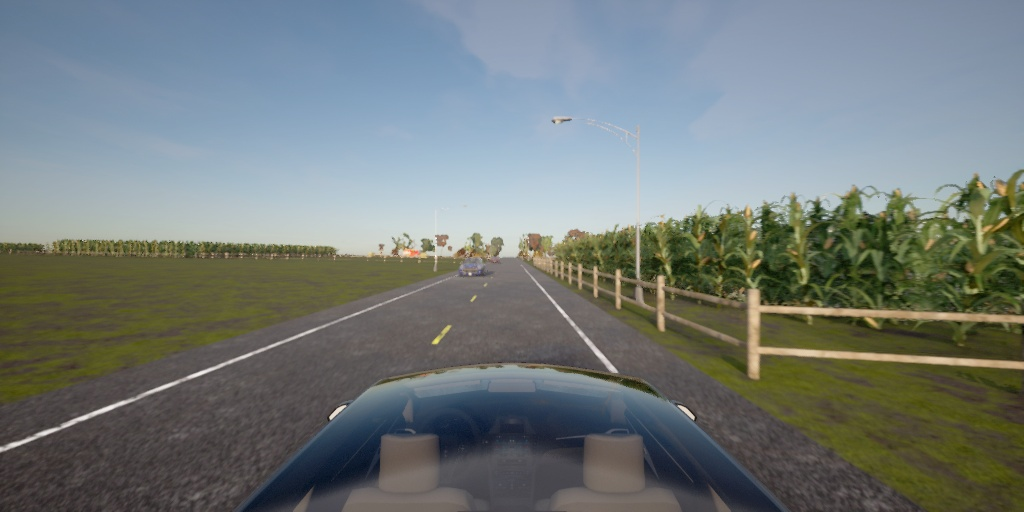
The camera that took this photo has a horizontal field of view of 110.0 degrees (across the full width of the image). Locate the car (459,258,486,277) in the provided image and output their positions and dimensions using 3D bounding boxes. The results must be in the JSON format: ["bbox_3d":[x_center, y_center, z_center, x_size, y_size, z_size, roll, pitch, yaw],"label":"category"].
[{"bbox_3d":[-3.581,0.959,32.934,2.097,1.767,4.553,0,0,0],"label":"car"}]
